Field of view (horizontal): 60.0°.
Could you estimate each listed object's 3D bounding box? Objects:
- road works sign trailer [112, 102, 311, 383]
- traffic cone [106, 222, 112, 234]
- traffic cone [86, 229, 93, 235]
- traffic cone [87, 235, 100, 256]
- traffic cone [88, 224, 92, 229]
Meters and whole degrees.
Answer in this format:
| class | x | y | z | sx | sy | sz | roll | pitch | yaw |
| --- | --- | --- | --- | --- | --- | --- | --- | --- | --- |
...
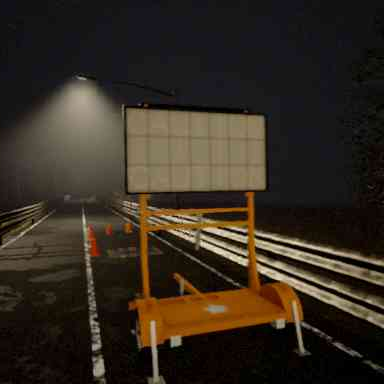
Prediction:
| class | x | y | z | sx | sy | sz | roll | pitch | yaw |
| --- | --- | --- | --- | --- | --- | --- | --- | --- | --- |
| road works sign trailer | 0.076 | 0.418 | 5.481 | 2.380 | 3.560 | 2.880 | -1 | 0 | -18 |
| traffic cone | -4.393 | 1.911 | 17.690 | 0.340 | 0.580 | 0.340 | -1 | 0 | -19 |
| traffic cone | -4.070 | 1.933 | 13.580 | 0.340 | 0.580 | 0.340 | -1 | 0 | -19 |
| traffic cone | -3.435 | 1.934 | 11.683 | 0.340 | 0.580 | 0.340 | -1 | 0 | -19 |
| traffic cone | -4.705 | 1.932 | 15.476 | 0.340 | 0.580 | 0.340 | -1 | 0 | -19 |
